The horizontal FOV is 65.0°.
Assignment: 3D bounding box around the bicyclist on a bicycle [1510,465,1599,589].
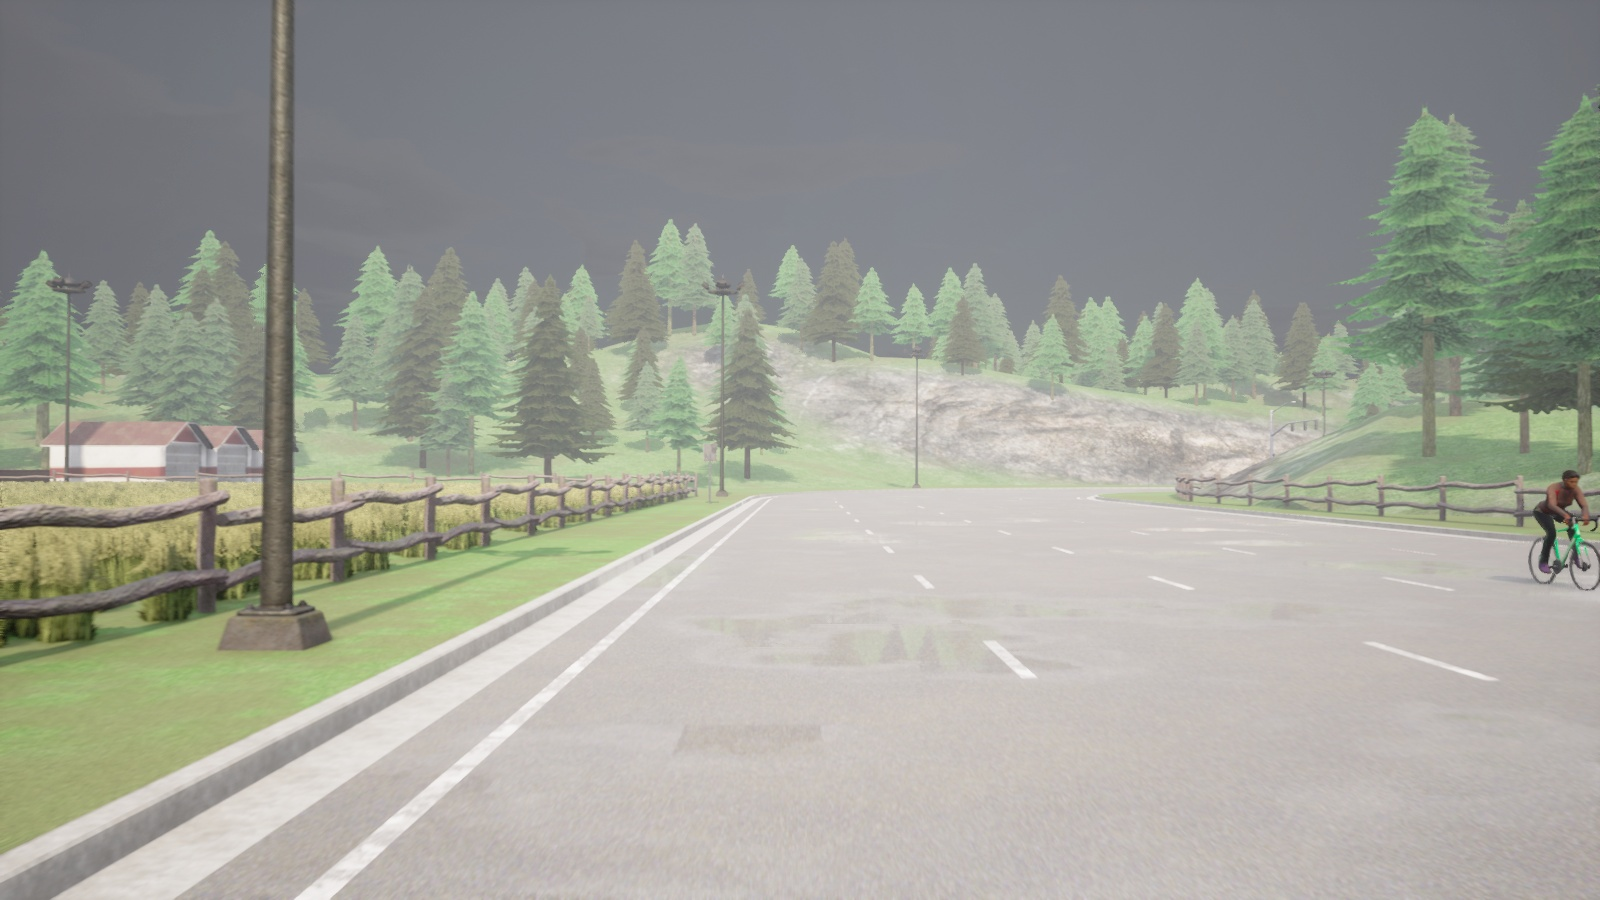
[{"bbox_3d":[10.514,1.014,17.238,0.582,1.620,1.656,0,-1,0],"label":"bicyclist on a bicycle"}]
